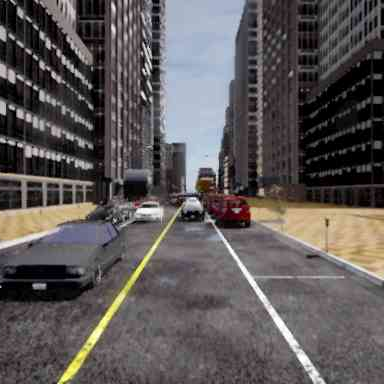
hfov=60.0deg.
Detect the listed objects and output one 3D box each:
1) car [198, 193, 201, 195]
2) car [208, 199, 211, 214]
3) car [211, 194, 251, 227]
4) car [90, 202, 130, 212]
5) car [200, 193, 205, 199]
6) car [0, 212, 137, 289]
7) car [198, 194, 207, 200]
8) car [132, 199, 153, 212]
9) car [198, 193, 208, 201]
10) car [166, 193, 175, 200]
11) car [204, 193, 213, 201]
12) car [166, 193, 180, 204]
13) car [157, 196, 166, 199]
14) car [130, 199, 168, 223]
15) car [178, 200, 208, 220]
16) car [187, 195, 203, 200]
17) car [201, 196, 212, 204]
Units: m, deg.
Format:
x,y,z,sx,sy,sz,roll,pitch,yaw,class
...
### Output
x,y,z,sx,sy,sz,roll,pitch,yaw,class
2.627,1.408,72.156,1.947,1.339,4.313,0,0,0,car
2.668,1.486,27.841,1.887,1.381,4.507,0,0,0,car
2.674,1.268,22.301,2.192,1.841,5.009,0,0,0,car
-5.707,1.520,22.294,1.947,1.339,4.313,0,0,0,car
2.654,1.219,44.459,2.192,1.841,5.009,0,0,0,car
-3.100,1.528,9.424,2.033,1.411,5.357,0,0,0,car
2.617,1.256,83.234,1.967,1.590,4.097,0,0,0,car
-5.722,1.499,38.912,1.802,1.307,4.206,0,0,0,car
2.623,1.144,77.694,2.192,1.841,5.009,0,0,0,car
-5.768,1.119,88.765,2.192,1.841,5.009,0,0,0,car
2.664,1.244,33.381,2.192,1.841,5.009,0,0,0,car
-3.099,1.399,58.461,1.812,1.442,4.674,0,0,0,car
-5.743,1.450,61.069,1.802,1.307,4.206,0,0,0,car
-3.128,1.473,25.051,1.812,1.442,4.674,0,0,0,car
0.076,1.544,27.010,1.895,1.301,4.718,0,0,0,car
0.063,1.439,40.190,1.812,1.442,4.674,0,0,0,car
2.637,1.392,61.247,1.752,1.417,4.829,0,0,0,car
